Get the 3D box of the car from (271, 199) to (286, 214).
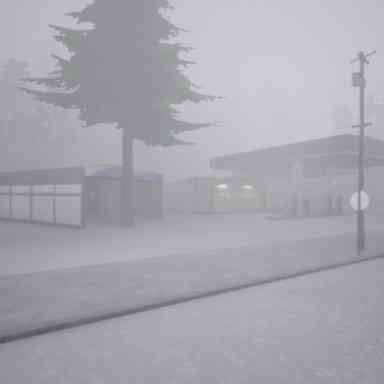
[{"bbox_3d":[10.286,1.546,36.328,3.633,1.501,1.845,0,0,-36],"label":"car"}]
